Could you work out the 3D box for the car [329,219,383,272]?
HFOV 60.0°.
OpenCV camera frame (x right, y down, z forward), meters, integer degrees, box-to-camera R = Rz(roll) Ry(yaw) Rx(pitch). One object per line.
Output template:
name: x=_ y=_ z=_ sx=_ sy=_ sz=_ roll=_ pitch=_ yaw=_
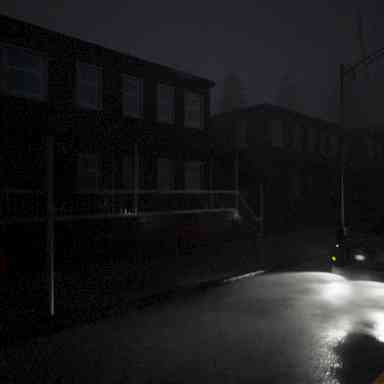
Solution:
car: x=5.958 y=1.564 z=10.164 sx=4.181 sy=1.385 sz=1.994 roll=0 pitch=0 yaw=-41
